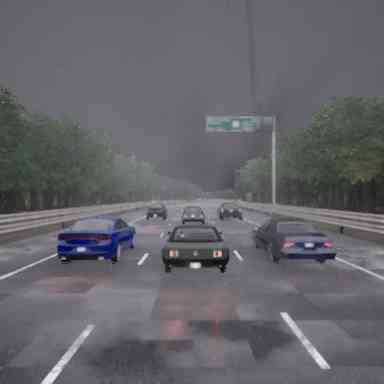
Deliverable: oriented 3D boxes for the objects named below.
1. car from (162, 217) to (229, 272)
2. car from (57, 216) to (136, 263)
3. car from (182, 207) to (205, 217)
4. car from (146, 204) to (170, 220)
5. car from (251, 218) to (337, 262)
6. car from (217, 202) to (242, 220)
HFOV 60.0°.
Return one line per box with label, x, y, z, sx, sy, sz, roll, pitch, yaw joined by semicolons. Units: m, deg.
car;0.102;1.751;11.350;1.895;1.301;4.718;0;-1;0
car;-3.398;1.646;12.678;1.882;1.535;5.008;0;-1;0
car;0.104;1.921;27.772;2.033;1.411;5.357;0;-1;0
car;-3.392;1.954;33.107;1.837;1.490;4.892;0;-1;0
car;3.603;1.716;12.722;2.033;1.411;5.357;0;-1;0
car;3.607;1.796;32.773;2.097;1.767;4.553;0;-1;0
